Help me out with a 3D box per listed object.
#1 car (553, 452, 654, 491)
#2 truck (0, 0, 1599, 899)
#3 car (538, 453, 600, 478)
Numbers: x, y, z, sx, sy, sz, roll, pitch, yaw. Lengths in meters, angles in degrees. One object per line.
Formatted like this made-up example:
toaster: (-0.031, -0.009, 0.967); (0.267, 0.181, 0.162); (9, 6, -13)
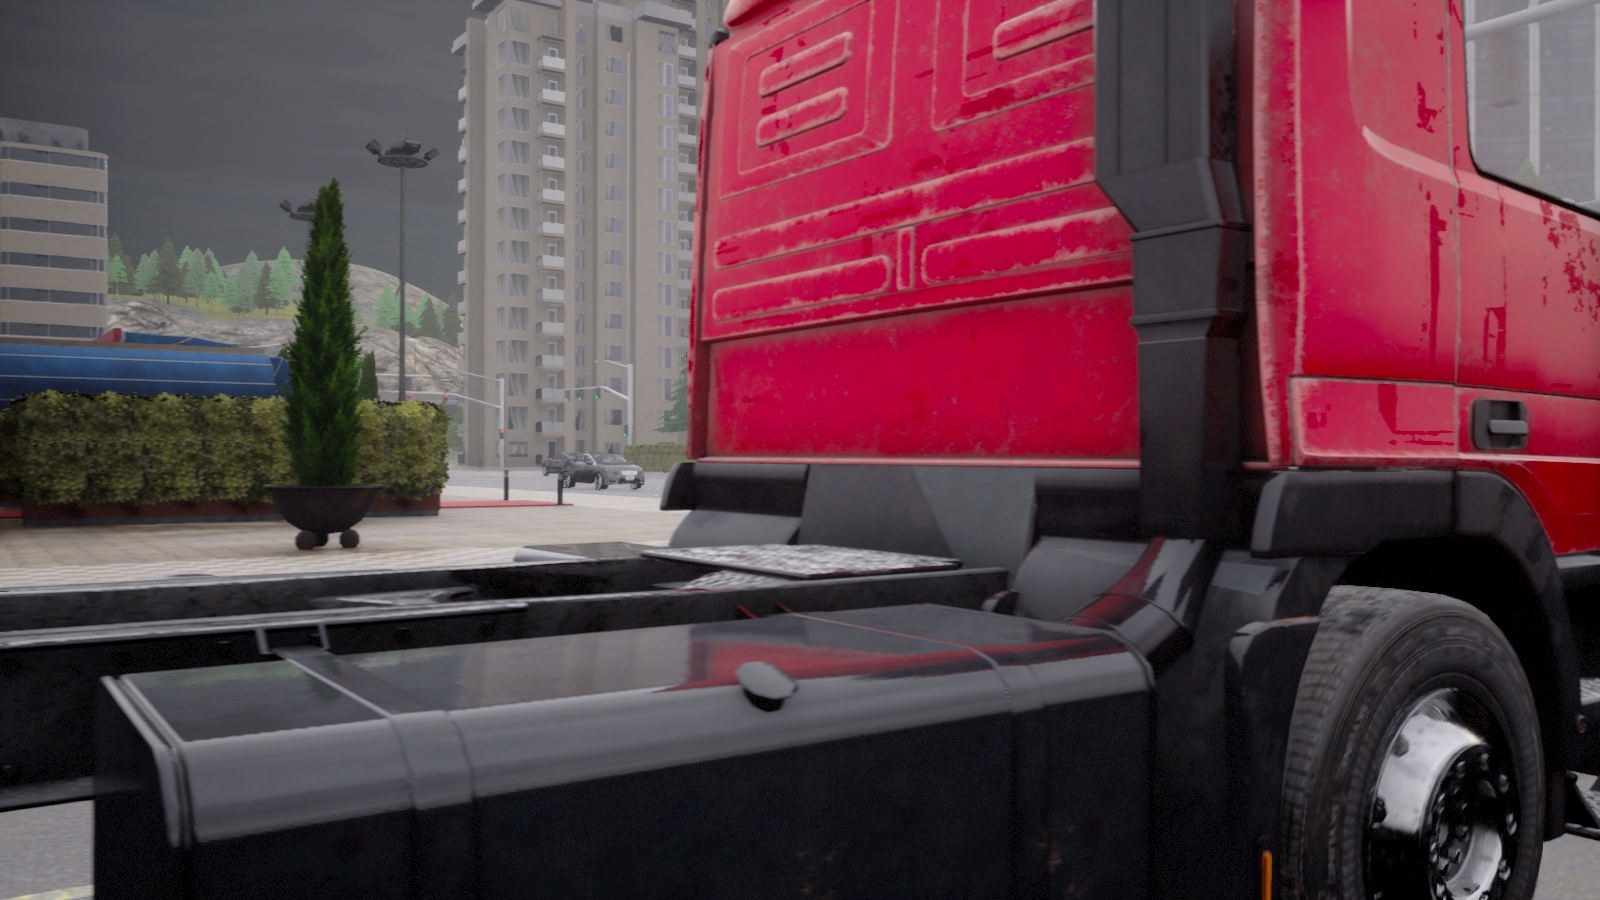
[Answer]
car: (-8.090, 0.848, 51.296); (2.128, 1.511, 4.902); (0, 0, -35)
truck: (-1.093, -0.226, 2.902); (7.936, 3.462, 2.891); (0, 0, -35)
car: (-14.506, 0.952, 78.598); (1.882, 1.535, 5.008); (0, 0, -35)
